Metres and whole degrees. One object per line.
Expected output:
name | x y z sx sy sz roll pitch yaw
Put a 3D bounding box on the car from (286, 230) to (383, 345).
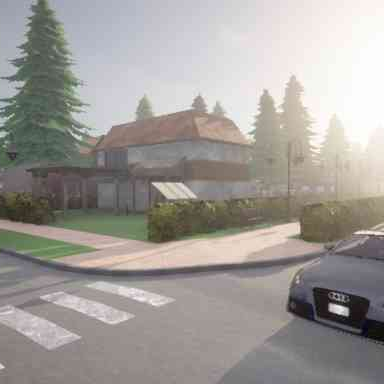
car | 3.515 1.444 6.031 4.181 1.385 1.994 -1 2 -43
